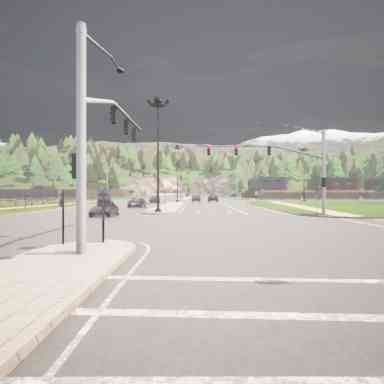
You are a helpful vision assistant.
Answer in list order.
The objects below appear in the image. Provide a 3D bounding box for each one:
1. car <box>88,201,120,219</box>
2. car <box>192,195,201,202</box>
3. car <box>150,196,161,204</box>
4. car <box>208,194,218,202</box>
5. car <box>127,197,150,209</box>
[{"bbox_3d":[-7.777,1.525,29.729,1.812,1.442,4.674,0,0,1],"label":"car"},{"bbox_3d":[0.877,1.358,69.806,2.128,1.511,4.902,0,0,1],"label":"car"},{"bbox_3d":[-7.195,1.540,64.686,1.837,1.490,4.892,0,0,1],"label":"car"},{"bbox_3d":[4.376,1.188,69.730,2.097,1.767,4.553,0,0,1],"label":"car"},{"bbox_3d":[-7.558,1.491,45.324,2.128,1.511,4.902,0,0,1],"label":"car"}]
